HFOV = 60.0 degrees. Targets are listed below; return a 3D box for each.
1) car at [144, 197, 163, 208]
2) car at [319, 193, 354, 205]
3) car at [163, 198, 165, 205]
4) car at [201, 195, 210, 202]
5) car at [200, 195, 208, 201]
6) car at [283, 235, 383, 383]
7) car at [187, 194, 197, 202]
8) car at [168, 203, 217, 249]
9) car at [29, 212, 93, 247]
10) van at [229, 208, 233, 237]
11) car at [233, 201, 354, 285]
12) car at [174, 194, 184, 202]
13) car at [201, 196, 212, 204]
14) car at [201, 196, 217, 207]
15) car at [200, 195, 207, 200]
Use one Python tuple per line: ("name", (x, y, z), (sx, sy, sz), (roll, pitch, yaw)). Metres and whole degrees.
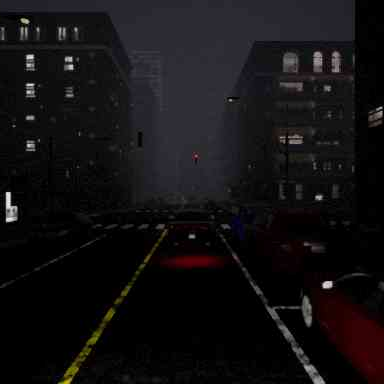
("car", (-5.697, 1.568, 47.387), (1.947, 1.339, 4.313), (0, 0, 0))
("car", (15.759, 1.030, 34.513), (5.009, 1.841, 2.192), (-1, 1, 0))
("car", (-5.698, 1.574, 58.434), (1.947, 1.339, 4.313), (0, 0, 0))
("car", (3.149, 1.547, 77.942), (1.812, 1.442, 4.674), (0, 0, 0))
("car", (3.140, 1.504, 84.942), (1.882, 1.535, 5.008), (0, 0, 0))
("car", (2.684, 1.542, 3.924), (1.887, 1.381, 4.507), (0, 0, 0))
("car", (-0.001, 1.274, 73.436), (2.097, 1.767, 4.553), (0, 0, 0))
("car", (0.000, 1.483, 14.650), (1.882, 1.535, 5.008), (0, 0, 0))
("car", (-5.697, 1.579, 14.981), (1.802, 1.307, 4.206), (0, 0, 0))
("van", (2.682, 1.338, 14.980), (1.690, 1.788, 3.998), (0, 0, 0))
("car", (2.682, 1.312, 9.453), (2.192, 1.841, 5.009), (0, 0, 0))
("car", (-3.001, 1.371, 77.510), (2.097, 1.767, 4.553), (0, 0, 0))
("car", (2.683, 1.556, 63.945), (1.887, 1.381, 4.507), (0, 0, 0))
("car", (2.684, 1.584, 47.375), (1.802, 1.307, 4.206), (0, 0, 0))
("car", (2.684, 1.571, 52.898), (1.947, 1.339, 4.313), (0, 0, 0))
